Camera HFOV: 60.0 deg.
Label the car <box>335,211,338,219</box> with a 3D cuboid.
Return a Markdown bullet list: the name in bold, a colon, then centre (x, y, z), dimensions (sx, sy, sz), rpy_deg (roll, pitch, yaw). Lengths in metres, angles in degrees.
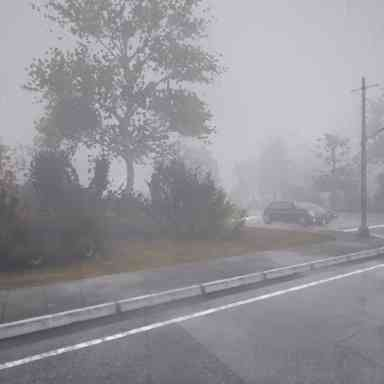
- **car**: centre (9.182, 1.594, 26.862), dimensions (1.837, 1.490, 4.892), rpy_deg (0, -1, -42)

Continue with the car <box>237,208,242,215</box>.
- **car**: centre (3.472, 1.781, 33.691), dimensions (1.994, 1.385, 4.181), rpy_deg (0, -1, -42)

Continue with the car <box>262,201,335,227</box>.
- **car**: centre (7.282, 1.426, 23.617), dimensions (2.097, 1.767, 4.553), rpy_deg (0, -1, -38)
